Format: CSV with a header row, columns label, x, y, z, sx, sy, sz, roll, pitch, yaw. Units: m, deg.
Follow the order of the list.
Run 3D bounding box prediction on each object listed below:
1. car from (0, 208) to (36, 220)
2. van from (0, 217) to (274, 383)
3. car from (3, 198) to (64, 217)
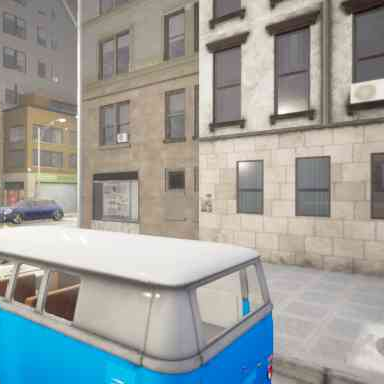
label,x,y,z,sx,sy,sz,roll,pitch,yaw
car,-5.648,1.315,6.758,5.009,1.841,2.192,0,0,35
van,-1.131,1.341,3.599,3.998,1.788,1.690,0,0,35
car,-11.728,1.286,24.012,2.097,1.767,4.553,0,0,35
